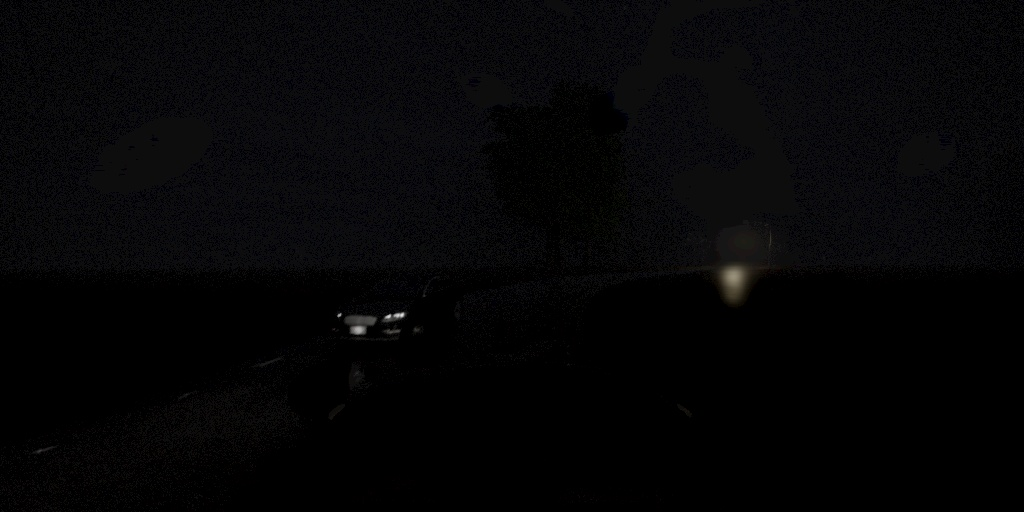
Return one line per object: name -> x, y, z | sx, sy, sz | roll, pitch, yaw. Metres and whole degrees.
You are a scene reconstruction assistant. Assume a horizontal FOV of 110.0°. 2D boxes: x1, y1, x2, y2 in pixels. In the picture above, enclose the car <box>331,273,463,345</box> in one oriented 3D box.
car -> -2.721, 1.232, 9.623 | 2.128, 1.511, 4.902 | 0, 0, 9
